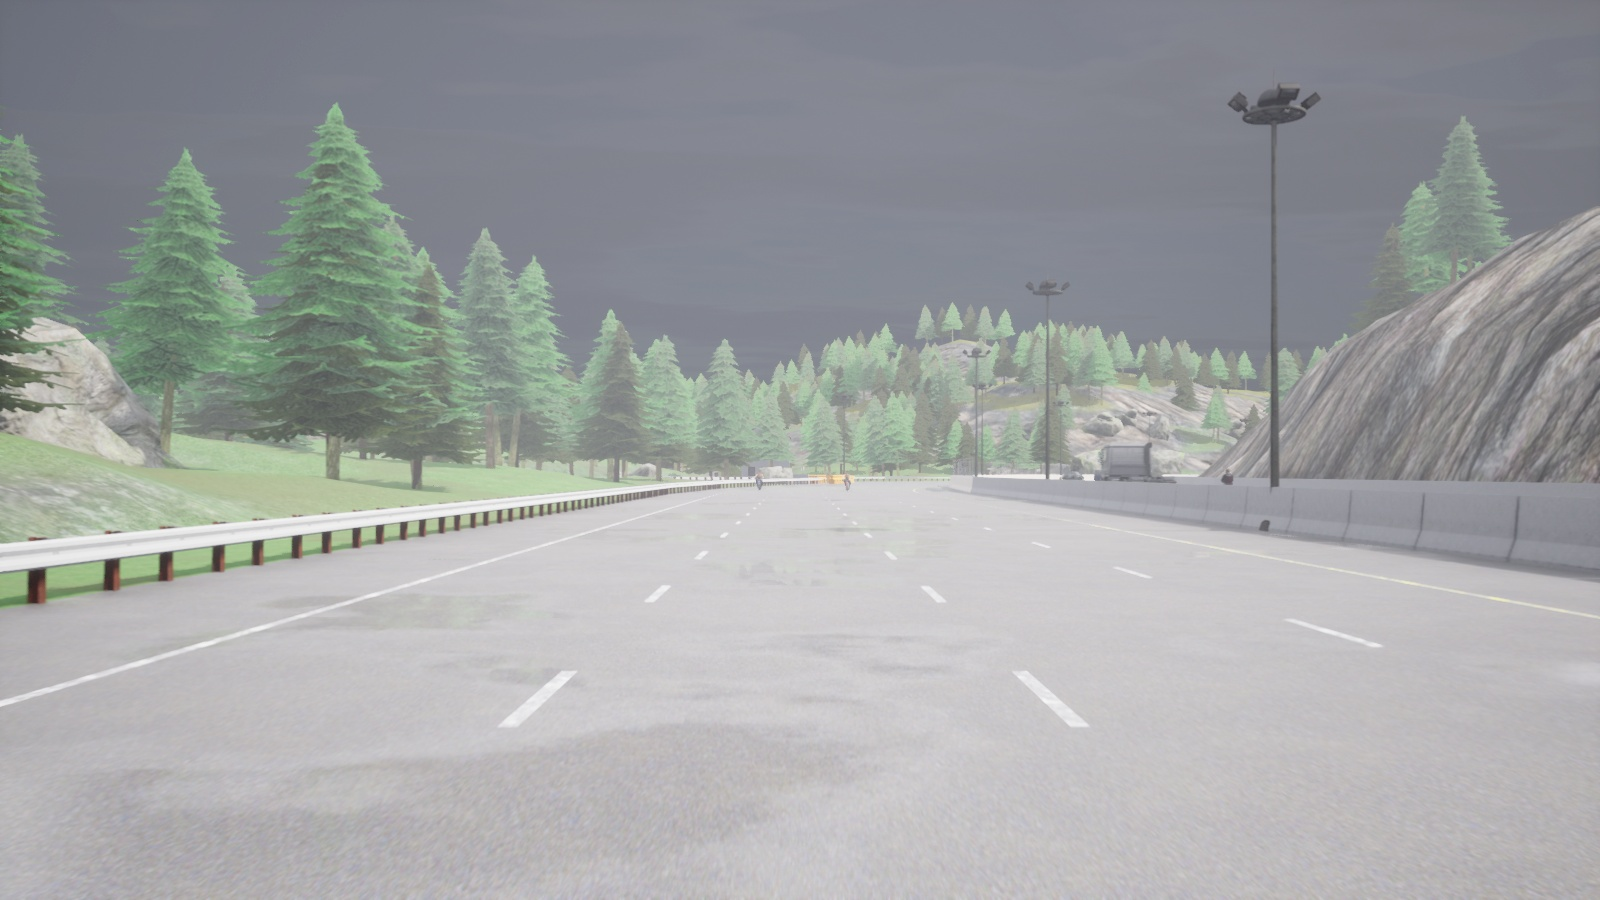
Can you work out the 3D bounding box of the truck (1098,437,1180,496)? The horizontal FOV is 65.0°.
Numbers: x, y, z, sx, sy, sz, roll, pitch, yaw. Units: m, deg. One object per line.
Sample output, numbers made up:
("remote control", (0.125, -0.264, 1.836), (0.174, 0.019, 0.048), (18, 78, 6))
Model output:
("truck", (20.808, 1.047, 77.522), (2.891, 3.462, 7.936), (0, -1, 0))
